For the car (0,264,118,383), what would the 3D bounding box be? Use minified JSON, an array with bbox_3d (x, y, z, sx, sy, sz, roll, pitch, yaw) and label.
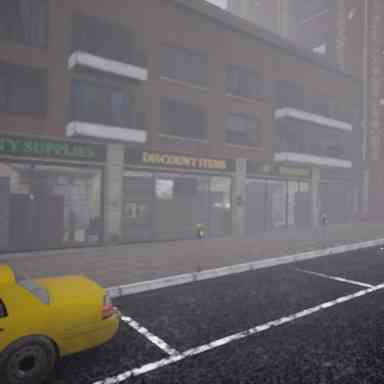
[{"bbox_3d":[-3.295,1.529,3.717,4.829,1.417,1.752,0,2,-36],"label":"car"}]
